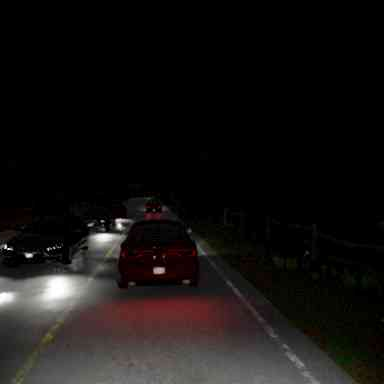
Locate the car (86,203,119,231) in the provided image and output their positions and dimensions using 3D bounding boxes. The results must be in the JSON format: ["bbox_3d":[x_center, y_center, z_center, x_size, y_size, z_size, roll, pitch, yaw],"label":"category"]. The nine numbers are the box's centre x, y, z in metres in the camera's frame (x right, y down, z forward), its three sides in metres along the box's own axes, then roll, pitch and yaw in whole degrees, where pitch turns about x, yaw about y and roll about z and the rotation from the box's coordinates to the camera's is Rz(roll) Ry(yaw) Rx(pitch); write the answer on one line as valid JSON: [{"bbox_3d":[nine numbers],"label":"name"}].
[{"bbox_3d":[-5.984,1.607,21.220,1.837,1.490,4.892,0,0,-7],"label":"car"}]

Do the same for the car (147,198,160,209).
[{"bbox_3d":[-5.771,1.739,50.178,1.837,1.490,4.892,0,0,-7],"label":"car"}]

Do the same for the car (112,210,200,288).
[{"bbox_3d":[-0.972,1.508,9.427,1.882,1.535,5.008,0,0,-7],"label":"car"}]

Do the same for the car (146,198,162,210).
[{"bbox_3d":[-4.604,1.785,40.273,1.895,1.301,4.718,0,0,-7],"label":"car"}]

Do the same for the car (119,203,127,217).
[{"bbox_3d":[-7.134,1.715,31.072,1.994,1.385,4.181,0,0,-7],"label":"car"}]

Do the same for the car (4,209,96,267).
[{"bbox_3d":[-4.879,1.560,11.820,1.837,1.490,4.892,0,0,-7],"label":"car"}]
